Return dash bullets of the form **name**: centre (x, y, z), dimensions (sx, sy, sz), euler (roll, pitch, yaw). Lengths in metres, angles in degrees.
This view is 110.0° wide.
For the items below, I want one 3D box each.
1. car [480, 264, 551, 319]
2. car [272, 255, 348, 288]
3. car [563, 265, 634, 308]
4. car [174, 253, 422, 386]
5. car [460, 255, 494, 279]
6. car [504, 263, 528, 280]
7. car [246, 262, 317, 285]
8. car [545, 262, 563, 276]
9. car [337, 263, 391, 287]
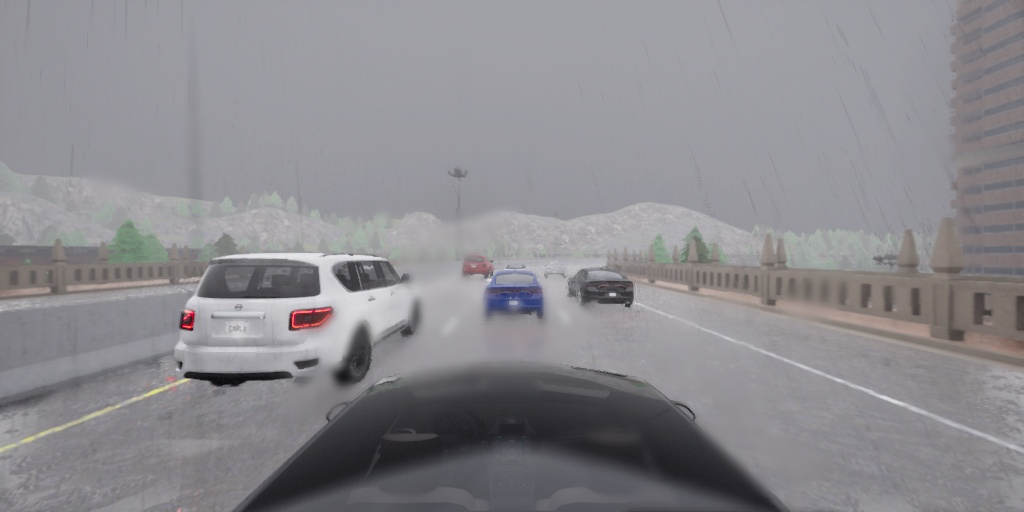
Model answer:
- **car**: centre (0.098, 1.228, 12.803), dimensions (1.882, 1.535, 5.008), euler (0, 0, 0)
- **car**: centre (-14.013, 0.972, 25.393), dimensions (2.150, 2.045, 5.566), euler (0, 0, 1)
- **car**: centre (3.597, 1.228, 15.283), dimensions (1.882, 1.535, 5.008), euler (0, 0, 0)
- **car**: centre (-3.413, 0.972, 7.120), dimensions (2.150, 2.045, 5.566), euler (0, 0, 0)
- **car**: centre (-2.993, 0.972, 33.144), dimensions (2.150, 2.045, 5.566), euler (0, 0, 5)
- **car**: centre (0.440, 1.351, 32.226), dimensions (1.895, 1.301, 4.718), euler (0, 0, 4)
- **car**: centre (-17.421, 1.243, 27.442), dimensions (2.128, 1.511, 4.902), euler (0, 0, 2)
- **car**: centre (4.147, 1.276, 34.360), dimensions (1.812, 1.442, 4.674), euler (0, 0, 5)
- **car**: centre (-10.473, 1.276, 25.812), dimensions (1.812, 1.442, 4.674), euler (0, 0, 2)
